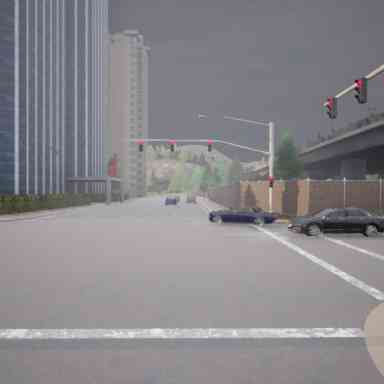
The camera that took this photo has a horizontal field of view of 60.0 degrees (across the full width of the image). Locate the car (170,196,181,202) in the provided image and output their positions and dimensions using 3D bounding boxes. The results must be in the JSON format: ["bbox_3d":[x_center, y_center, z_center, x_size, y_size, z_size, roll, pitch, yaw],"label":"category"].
[{"bbox_3d":[-3.662,1.540,74.535,2.033,1.411,5.357,0,0,0],"label":"car"}]

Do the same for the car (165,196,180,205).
[{"bbox_3d":[-3.527,1.478,57.716,1.882,1.535,5.008,0,0,0],"label":"car"}]

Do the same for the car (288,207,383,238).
[{"bbox_3d":[7.577,1.556,17.535,4.892,1.490,1.837,0,0,0],"label":"car"}]

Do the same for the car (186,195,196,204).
[{"bbox_3d":[-0.140,1.547,63.517,2.033,1.411,5.357,0,0,0],"label":"car"}]

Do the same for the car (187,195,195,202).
[{"bbox_3d":[-0.163,1.385,73.919,1.812,1.442,4.674,0,0,0],"label":"car"}]

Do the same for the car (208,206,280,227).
[{"bbox_3d":[3.527,1.637,22.892,4.718,1.301,1.895,0,0,25],"label":"car"}]
